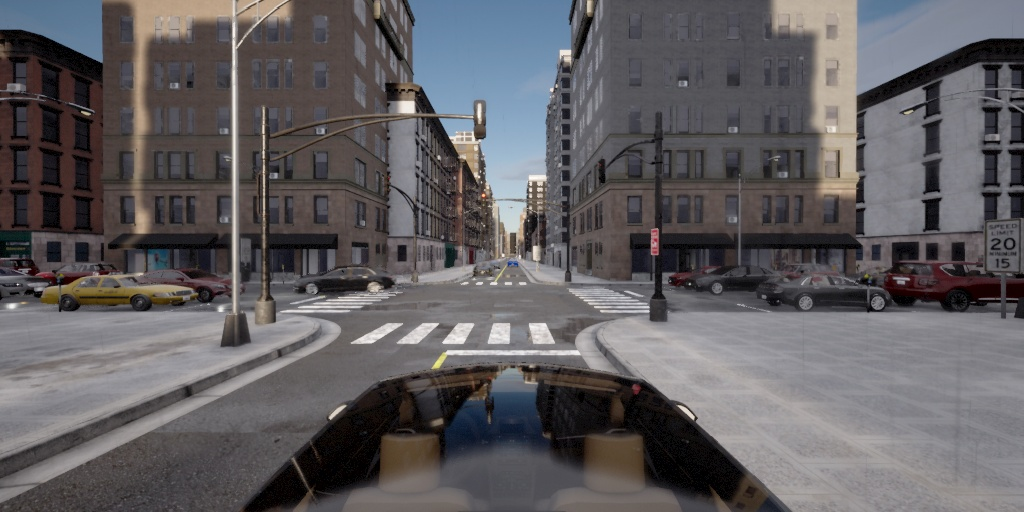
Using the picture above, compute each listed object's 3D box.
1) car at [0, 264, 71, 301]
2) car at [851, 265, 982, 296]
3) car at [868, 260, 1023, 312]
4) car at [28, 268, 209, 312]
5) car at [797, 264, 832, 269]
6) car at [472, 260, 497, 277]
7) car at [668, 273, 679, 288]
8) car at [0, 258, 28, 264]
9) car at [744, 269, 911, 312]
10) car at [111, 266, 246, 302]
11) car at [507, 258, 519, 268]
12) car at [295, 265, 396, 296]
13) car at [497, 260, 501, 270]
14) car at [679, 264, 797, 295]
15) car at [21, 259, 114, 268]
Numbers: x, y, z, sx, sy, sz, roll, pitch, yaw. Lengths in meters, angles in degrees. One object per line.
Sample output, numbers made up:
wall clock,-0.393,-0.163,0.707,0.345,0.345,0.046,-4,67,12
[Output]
car,-23.930,1.246,16.312,4.902,1.511,2.128,0,0,0
car,21.404,1.255,19.115,4.892,1.490,1.837,0,0,0
car,17.202,1.091,13.644,5.009,1.841,2.192,0,0,0
car,-14.883,1.294,13.751,4.829,1.417,1.751,0,0,0
car,17.229,1.177,21.669,4.097,1.591,1.967,0,0,0
car,-2.766,1.259,35.233,1.837,1.490,4.892,0,1,0
car,11.820,1.281,21.687,4.507,1.381,1.888,0,0,0
car,-32.011,1.041,21.833,5.009,1.841,2.192,0,0,0
car,11.793,1.325,13.662,4.403,1.370,2.007,0,0,0
car,-14.774,1.282,16.265,4.674,1.442,1.812,0,0,0
car,0.153,1.247,63.171,1.882,1.535,5.008,0,0,0
car,-8.750,1.249,19.108,4.892,1.490,1.837,0,4,-17
car,-2.712,1.311,54.105,2.033,1.411,5.357,0,0,0
car,11.921,1.253,19.143,4.892,1.490,1.837,0,0,0
car,-26.349,1.167,21.814,4.097,1.591,1.967,0,0,0
